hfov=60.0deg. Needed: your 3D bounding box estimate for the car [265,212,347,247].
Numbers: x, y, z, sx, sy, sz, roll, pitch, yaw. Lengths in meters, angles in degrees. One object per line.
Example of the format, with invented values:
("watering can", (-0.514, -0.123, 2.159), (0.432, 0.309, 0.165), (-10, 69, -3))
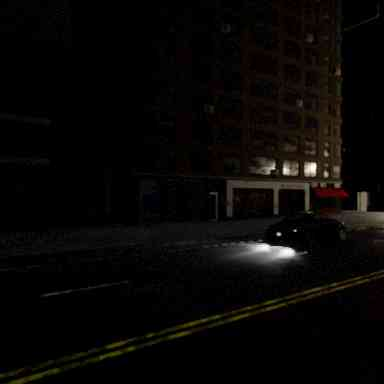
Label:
("car", (5.366, 1.641, 15.499), (4.181, 1.385, 1.994), (0, 0, -35))
